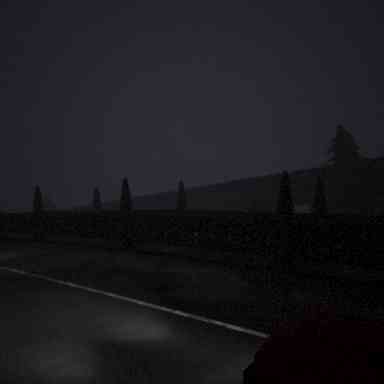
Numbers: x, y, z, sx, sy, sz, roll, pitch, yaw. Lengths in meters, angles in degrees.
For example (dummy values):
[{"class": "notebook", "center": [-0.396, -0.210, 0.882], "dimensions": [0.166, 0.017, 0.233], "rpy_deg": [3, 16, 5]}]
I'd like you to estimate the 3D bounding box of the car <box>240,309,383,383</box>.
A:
[{"class": "car", "center": [2.661, 1.601, 2.094], "dimensions": [4.718, 1.301, 1.895], "rpy_deg": [0, 0, 35]}]
